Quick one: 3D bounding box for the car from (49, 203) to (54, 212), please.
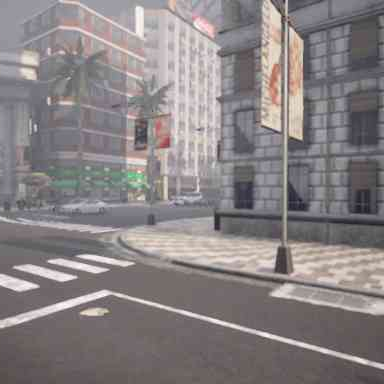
[{"bbox_3d":[-12.007,1.303,33.756,2.128,1.511,4.902,0,0,36],"label":"car"}]

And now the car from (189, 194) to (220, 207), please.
[{"bbox_3d":[2.387,1.382,47.328,2.033,1.411,5.357,0,0,39],"label":"car"}]

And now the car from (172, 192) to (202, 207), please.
[{"bbox_3d":[-0.543,1.036,49.133,2.150,2.045,5.566,0,0,39],"label":"car"}]

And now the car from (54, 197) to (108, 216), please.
[{"bbox_3d":[-9.887,1.359,30.737,1.812,1.442,4.674,0,0,36],"label":"car"}]
